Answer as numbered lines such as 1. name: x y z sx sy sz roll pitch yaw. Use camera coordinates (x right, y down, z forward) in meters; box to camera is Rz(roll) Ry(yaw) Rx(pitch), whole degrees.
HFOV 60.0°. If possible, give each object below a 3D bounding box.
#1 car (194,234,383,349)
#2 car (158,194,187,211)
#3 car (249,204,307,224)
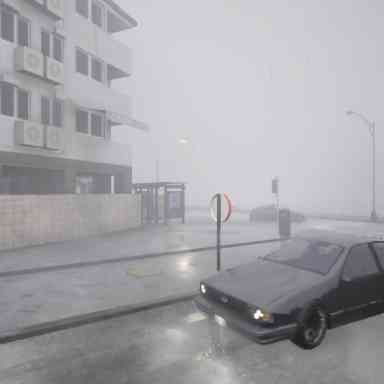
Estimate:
1. car: 2.731 1.548 6.333 5.357 1.411 2.033 0 0 -30
2. car: -2.759 1.216 36.464 2.150 2.045 5.566 0 1 -35
3. car: 6.095 1.563 24.009 1.994 1.385 4.181 0 0 -35
